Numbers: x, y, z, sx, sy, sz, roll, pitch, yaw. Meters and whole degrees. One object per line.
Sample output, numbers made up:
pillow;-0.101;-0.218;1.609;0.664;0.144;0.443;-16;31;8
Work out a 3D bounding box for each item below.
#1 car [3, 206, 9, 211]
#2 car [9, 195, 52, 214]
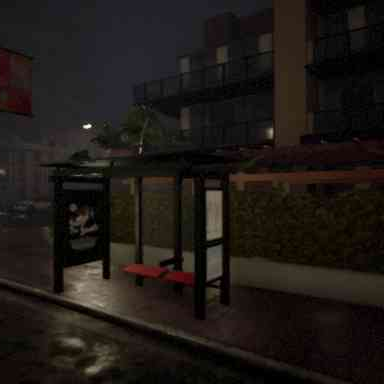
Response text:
car;-20.028;1.757;40.848;2.033;1.411;5.357;0;0;35
car;-17.461;1.412;38.414;2.150;2.045;5.566;0;0;35
